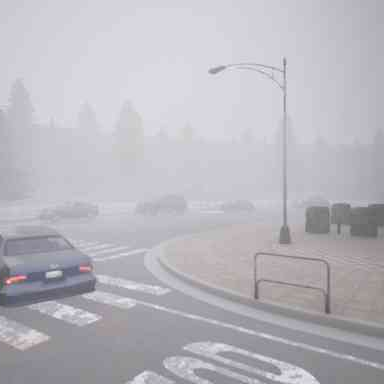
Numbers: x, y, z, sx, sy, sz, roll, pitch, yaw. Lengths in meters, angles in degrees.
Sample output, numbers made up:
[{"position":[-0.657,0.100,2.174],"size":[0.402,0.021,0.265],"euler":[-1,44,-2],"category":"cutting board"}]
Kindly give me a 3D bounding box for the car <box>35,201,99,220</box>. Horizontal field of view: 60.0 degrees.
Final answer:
[{"position":[-9.436,1.476,25.469],"size":[2.128,1.511,4.902],"euler":[0,0,38],"category":"car"}]

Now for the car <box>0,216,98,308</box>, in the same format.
[{"position":[-4.090,1.558,8.094],"size":[2.033,1.411,5.357],"euler":[0,0,-38],"category":"car"}]

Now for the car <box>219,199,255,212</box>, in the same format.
[{"position":[5.276,1.540,39.050],"size":[4.181,1.385,1.994],"euler":[0,0,-26],"category":"car"}]

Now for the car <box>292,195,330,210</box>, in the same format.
[{"position":[15.077,1.318,42.411],"size":[4.553,1.767,2.097],"euler":[0,0,-9],"category":"car"}]

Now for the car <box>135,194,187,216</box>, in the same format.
[{"position":[-2.961,1.204,33.242],"size":[5.566,2.045,2.150],"euler":[0,0,-44],"category":"car"}]
